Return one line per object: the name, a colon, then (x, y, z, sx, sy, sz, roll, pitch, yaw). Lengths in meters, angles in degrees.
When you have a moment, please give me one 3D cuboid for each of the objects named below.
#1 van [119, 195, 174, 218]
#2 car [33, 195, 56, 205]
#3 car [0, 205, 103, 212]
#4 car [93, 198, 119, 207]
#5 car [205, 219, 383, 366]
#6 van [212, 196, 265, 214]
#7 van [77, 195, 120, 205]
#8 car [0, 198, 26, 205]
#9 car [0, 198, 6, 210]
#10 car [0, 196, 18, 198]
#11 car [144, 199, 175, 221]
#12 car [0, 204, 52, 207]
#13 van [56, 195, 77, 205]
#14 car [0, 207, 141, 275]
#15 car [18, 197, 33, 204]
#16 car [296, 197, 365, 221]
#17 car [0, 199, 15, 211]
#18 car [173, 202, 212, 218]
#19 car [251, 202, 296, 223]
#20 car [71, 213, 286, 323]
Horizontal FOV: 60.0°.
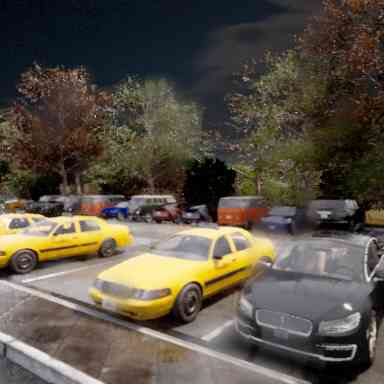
van: (-3.261, 1.271, 26.422, 1.878, 1.987, 4.442, 0, 0, 36)
car: (-12.203, 1.290, 32.992, 2.435, 2.045, 5.566, 0, 0, 36)
car: (-6.327, 1.495, 12.857, 1.946, 1.575, 5.366, 0, 0, 36)
car: (-5.451, 1.506, 28.147, 2.097, 1.535, 5.008, 0, 0, 36)
car: (2.561, 1.541, 6.203, 2.231, 1.521, 4.892, 0, 0, 36)
van: (3.484, 1.272, 21.818, 1.878, 1.987, 4.442, 0, 0, 36)
van: (-7.631, 1.292, 29.861, 1.878, 1.987, 4.442, 0, 0, 36)
car: (-10.912, 1.378, 15.985, 2.185, 1.767, 4.553, 0, 0, 36)
car: (-27.899, 1.622, 44.380, 2.097, 1.535, 5.008, 0, 0, 36)
car: (-18.922, 1.576, 37.883, 2.097, 1.535, 5.008, 0, 0, 36)
car: (-0.951, 1.521, 24.919, 2.163, 1.488, 4.792, 0, 0, 36)
car: (-8.682, 1.499, 14.325, 2.231, 1.521, 4.892, 0, 0, 36)
van: (-10.011, 1.303, 31.296, 1.878, 1.987, 4.442, 0, 0, 36)
car: (-4.396, 1.502, 11.002, 1.946, 1.575, 5.366, 0, 0, 36)
car: (-14.447, 1.301, 34.616, 2.435, 2.045, 5.566, 0, 0, 36)
car: (8.020, 1.270, 18.425, 2.435, 2.045, 5.566, 0, 0, 36)
car: (-25.652, 1.651, 42.757, 2.002, 1.452, 4.674, 0, 0, 36)
car: (1.187, 1.521, 23.372, 2.163, 1.488, 4.792, 0, 0, 36)
car: (5.743, 1.538, 20.004, 2.163, 1.488, 4.792, 0, 0, 36)
car: (0.200, 1.525, 7.675, 1.946, 1.575, 5.366, 0, 0, 36)
